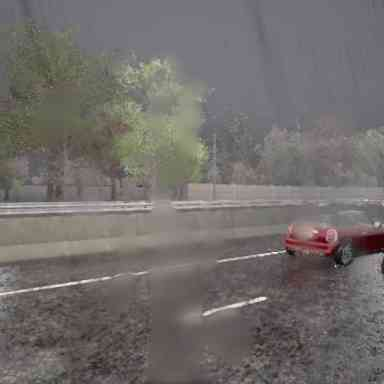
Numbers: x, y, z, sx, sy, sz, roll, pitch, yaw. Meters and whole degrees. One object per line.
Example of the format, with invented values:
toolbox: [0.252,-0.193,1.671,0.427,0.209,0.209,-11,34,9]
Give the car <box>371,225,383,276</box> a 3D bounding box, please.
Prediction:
car: [6.751,1.619,8.592,4.181,1.385,1.994,1,0,-35]

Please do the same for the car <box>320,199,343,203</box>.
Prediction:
car: [20.152,1.750,48.403,4.902,1.511,2.128,0,0,-36]

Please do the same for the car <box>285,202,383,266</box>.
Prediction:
car: [5.493,1.413,11.991,4.553,1.767,2.097,0,0,-35]

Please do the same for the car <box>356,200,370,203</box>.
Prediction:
car: [23.924,1.839,46.827,4.181,1.385,1.994,1,0,-35]

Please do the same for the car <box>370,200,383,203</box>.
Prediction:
car: [26.070,1.782,44.059,4.892,1.490,1.837,1,-1,-35]
